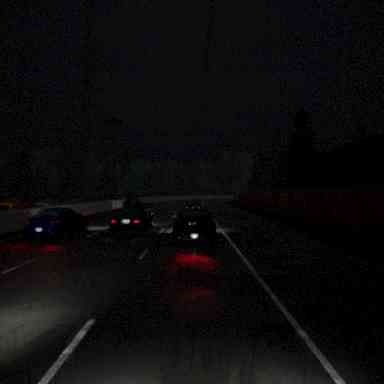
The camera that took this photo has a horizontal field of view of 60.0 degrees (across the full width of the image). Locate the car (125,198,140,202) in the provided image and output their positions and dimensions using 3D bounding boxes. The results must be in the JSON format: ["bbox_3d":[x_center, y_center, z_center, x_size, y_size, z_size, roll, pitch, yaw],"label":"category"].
[{"bbox_3d":[-6.894,1.507,38.955,1.837,1.490,4.892,0,0,0],"label":"car"}]

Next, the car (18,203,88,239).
[{"bbox_3d":[-6.910,1.527,17.296,1.812,1.442,4.674,0,0,0],"label":"car"}]

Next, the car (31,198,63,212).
[{"bbox_3d":[-17.583,1.528,40.519,1.812,1.442,4.674,0,0,0],"label":"car"}]

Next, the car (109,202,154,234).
[{"bbox_3d":[-3.397,1.548,19.403,2.033,1.411,5.357,0,0,0],"label":"car"}]

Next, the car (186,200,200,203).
[{"bbox_3d":[0.105,1.549,34.296,2.033,1.411,5.357,0,0,0],"label":"car"}]

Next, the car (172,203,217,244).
[{"bbox_3d":[0.102,1.506,15.722,1.837,1.490,4.892,0,0,0],"label":"car"}]
